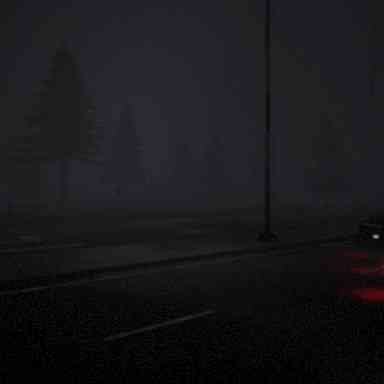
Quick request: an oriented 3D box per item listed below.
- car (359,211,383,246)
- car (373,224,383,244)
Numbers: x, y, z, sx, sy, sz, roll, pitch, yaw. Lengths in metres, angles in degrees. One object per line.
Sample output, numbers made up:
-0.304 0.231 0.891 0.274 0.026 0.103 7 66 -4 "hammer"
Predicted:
9.154 1.523 14.293 4.902 1.511 2.128 0 0 -34 "car"
7.246 1.570 8.769 5.357 1.411 2.033 0 0 -34 "car"
